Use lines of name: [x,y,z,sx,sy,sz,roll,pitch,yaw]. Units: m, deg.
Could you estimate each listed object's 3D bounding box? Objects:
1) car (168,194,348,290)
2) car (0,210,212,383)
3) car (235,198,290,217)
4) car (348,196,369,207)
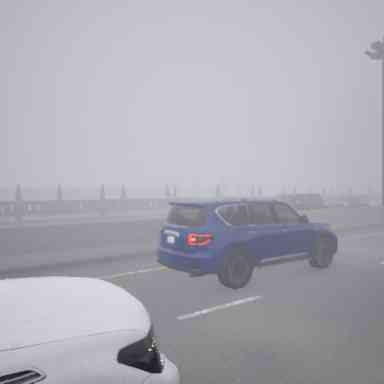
car: [1.701,1.180,9.262,5.566,2.045,2.150,0,0,-35]
car: [-2.756,1.231,1.812,5.566,2.045,2.150,0,0,-36]
car: [6.395,1.352,30.080,4.902,1.511,2.128,0,0,-35]
car: [14.938,1.160,31.834,4.553,1.767,2.097,-1,0,-35]
